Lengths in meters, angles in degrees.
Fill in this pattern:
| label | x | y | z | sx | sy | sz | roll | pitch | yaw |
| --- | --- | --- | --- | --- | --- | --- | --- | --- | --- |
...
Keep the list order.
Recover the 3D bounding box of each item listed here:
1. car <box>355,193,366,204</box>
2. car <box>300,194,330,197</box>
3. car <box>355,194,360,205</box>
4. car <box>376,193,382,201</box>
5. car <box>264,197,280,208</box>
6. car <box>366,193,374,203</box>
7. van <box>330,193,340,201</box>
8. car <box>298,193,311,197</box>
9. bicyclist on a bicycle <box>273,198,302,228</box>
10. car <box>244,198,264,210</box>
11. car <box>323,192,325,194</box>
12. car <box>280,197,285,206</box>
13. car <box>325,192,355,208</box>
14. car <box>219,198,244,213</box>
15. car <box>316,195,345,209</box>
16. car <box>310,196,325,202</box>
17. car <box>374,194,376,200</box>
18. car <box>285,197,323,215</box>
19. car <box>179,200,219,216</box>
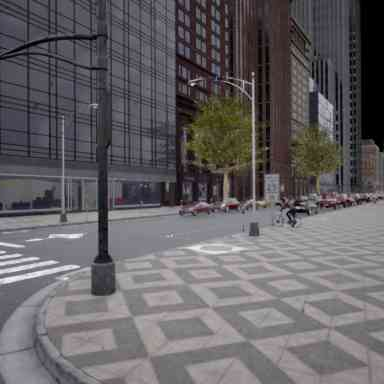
| label | x | y | z | sx | sy | sz | roll | pitch | yaw |
| --- | --- | --- | --- | --- | --- | --- | --- | --- | --- |
| car | 26.646 | 1.119 | 54.760 | 2.192 | 1.841 | 5.009 | 0 | 0 | 35 |
| car | 16.489 | 1.340 | 44.529 | 2.128 | 1.511 | 4.902 | -1 | 0 | 35 |
| car | 23.451 | 1.379 | 50.114 | 1.947 | 1.339 | 4.313 | 0 | 0 | 35 |
| car | 42.625 | 1.360 | 77.988 | 1.802 | 1.307 | 4.206 | -1 | 0 | 35 |
| car | 9.943 | 1.427 | 45.519 | 1.752 | 1.417 | 4.829 | 0 | 0 | 35 |
| car | 33.038 | 1.101 | 64.053 | 2.192 | 1.841 | 5.009 | 0 | 0 | 35 |
| van | 35.607 | 1.187 | 82.831 | 1.690 | 1.788 | 3.998 | -1 | 0 | 35 |
| car | 19.628 | 1.416 | 59.599 | 1.887 | 1.381 | 4.507 | 0 | 0 | 35 |
| bicyclist on a bicycle | 5.240 | 1.177 | 18.414 | 1.656 | 1.620 | 0.582 | -1 | 0 | 35 |
| car | 6.844 | 1.495 | 41.013 | 1.802 | 1.307 | 4.206 | 0 | 0 | 35 |
| car | 22.175 | 1.053 | 52.796 | 2.150 | 2.045 | 5.566 | -1 | 0 | 35 |
| car | 13.236 | 1.456 | 50.306 | 1.947 | 1.339 | 4.313 | 0 | 0 | 35 |
| car | 20.254 | 1.137 | 45.470 | 2.192 | 1.841 | 5.009 | 0 | 0 | 35 |
| car | 3.646 | 1.367 | 36.366 | 1.967 | 1.590 | 4.097 | 0 | 0 | 35 |
| car | 17.059 | 1.378 | 40.823 | 1.887 | 1.381 | 4.507 | 0 | 0 | 35 |
| car | 26.021 | 1.419 | 68.892 | 1.947 | 1.339 | 4.313 | 0 | 0 | 35 |
| car | 36.330 | 1.304 | 68.837 | 1.752 | 1.417 | 4.829 | -1 | 0 | 35 |
| car | 10.668 | 1.425 | 31.531 | 1.947 | 1.339 | 4.313 | 0 | 0 | 35 |
| car | 0.452 | 1.525 | 31.720 | 1.802 | 1.307 | 4.206 | 0 | 0 | 35 |
